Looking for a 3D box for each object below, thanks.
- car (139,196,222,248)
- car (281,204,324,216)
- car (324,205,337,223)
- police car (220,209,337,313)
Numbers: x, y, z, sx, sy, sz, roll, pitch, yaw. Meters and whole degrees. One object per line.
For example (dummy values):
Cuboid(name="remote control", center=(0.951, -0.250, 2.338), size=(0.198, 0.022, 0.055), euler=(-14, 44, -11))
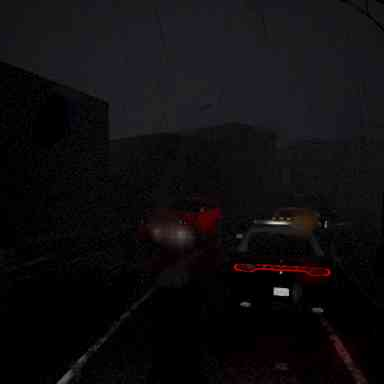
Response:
Cuboid(name="car", center=(-0.271, 1.198, 15.364), size=(2.150, 2.045, 5.566), euler=(0, 0, 22))
Cuboid(name="car", center=(5.189, 1.493, 16.621), size=(1.882, 1.535, 5.008), euler=(1, 0, 26))
Cuboid(name="car", center=(8.033, 1.537, 21.451), size=(1.837, 1.490, 4.892), euler=(1, 0, 34))
Cuboid(name="police car", center=(2.048, 1.428, 7.952), size=(1.930, 1.638, 5.238), euler=(0, 0, 13))
